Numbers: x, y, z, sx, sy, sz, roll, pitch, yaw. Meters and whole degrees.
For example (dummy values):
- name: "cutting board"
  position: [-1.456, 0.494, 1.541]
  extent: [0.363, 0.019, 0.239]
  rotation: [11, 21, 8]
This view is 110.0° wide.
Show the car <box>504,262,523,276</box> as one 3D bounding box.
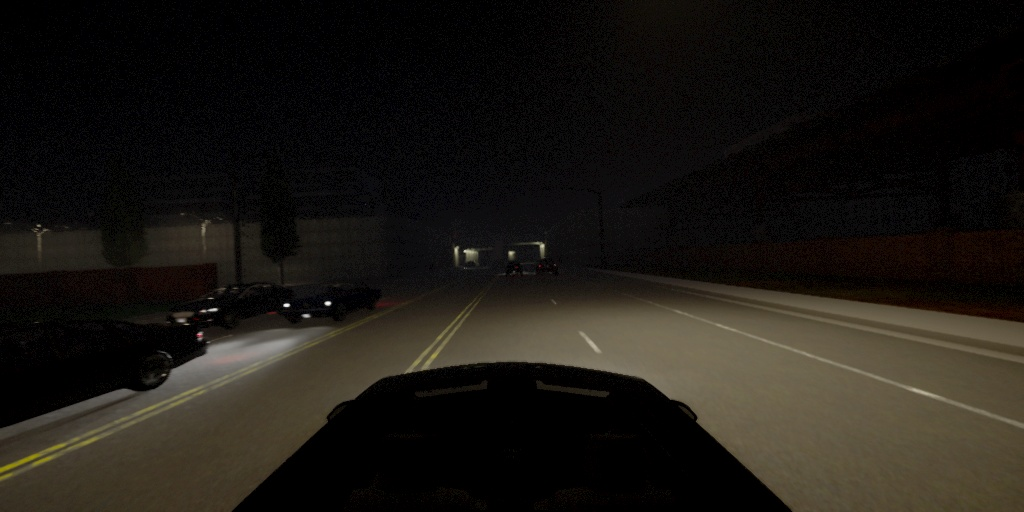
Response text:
- name: "car"
  position: [0.221, 1.403, 40.437]
  extent: [1.837, 1.490, 4.892]
  rotation: [-3, 0, 1]

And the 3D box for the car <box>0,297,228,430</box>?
- name: "car"
  position: [-7.144, 1.669, 4.935]
  extent: [2.033, 1.411, 5.357]
  rotation: [-3, 0, 0]

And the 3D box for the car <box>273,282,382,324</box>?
- name: "car"
  position: [-7.044, 1.757, 14.524]
  extent: [1.895, 1.301, 4.718]
  rotation: [-3, 0, 1]

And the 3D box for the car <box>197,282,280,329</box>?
- name: "car"
  position: [-10.552, 1.821, 13.919]
  extent: [2.128, 1.511, 4.902]
  rotation: [-3, 0, 1]

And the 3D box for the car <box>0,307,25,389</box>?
- name: "car"
  position: [-10.642, 1.801, 4.688]
  extent: [1.837, 1.490, 4.892]
  rotation: [-3, 0, 0]

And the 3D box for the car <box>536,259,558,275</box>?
- name: "car"
  position: [3.697, 1.069, 39.050]
  extent: [2.097, 1.767, 4.553]
  rotation: [-3, 0, 1]
